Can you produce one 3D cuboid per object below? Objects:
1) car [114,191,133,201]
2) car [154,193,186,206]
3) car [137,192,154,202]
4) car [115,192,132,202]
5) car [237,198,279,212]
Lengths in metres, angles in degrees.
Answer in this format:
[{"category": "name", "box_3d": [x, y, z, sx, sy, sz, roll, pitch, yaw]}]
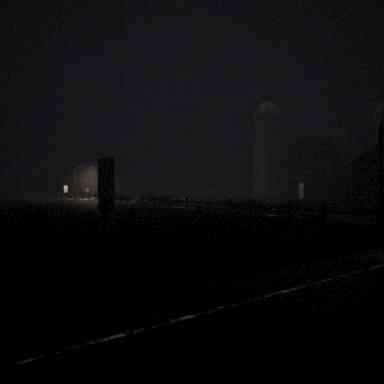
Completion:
[{"category": "car", "box_3d": [-13.623, 0.752, 66.004, 2.097, 1.767, 4.553, -1, 1, -36]}, {"category": "car", "box_3d": [-2.828, 0.993, 46.186, 2.097, 1.767, 4.553, -1, 1, -36]}, {"category": "car", "box_3d": [-7.842, 0.849, 58.060, 2.097, 1.767, 4.553, -1, 1, -35]}, {"category": "car", "box_3d": [-12.959, 0.889, 60.386, 2.097, 1.767, 4.553, -1, 1, -36]}, {"category": "car", "box_3d": [6.495, 1.319, 33.264, 1.812, 1.442, 4.674, -1, 1, -36]}]
